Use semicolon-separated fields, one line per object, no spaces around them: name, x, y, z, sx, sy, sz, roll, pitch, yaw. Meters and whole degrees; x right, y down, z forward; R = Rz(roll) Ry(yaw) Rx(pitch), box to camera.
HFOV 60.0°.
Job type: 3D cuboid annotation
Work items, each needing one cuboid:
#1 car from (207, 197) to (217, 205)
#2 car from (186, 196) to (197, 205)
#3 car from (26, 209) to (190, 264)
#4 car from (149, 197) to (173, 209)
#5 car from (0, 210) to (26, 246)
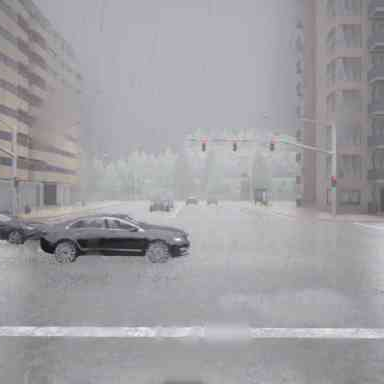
car;3.700;1.547;60.823;2.033;1.411;5.357;0;0;4
car;-0.044;1.526;60.052;1.812;1.442;4.674;0;0;0
car;-2.518;1.491;11.196;4.902;1.511;2.128;0;0;1
car;-3.627;1.352;38.321;2.097;1.767;4.553;0;0;0
car;-8.876;1.526;14.756;4.674;1.442;1.812;0;0;0
